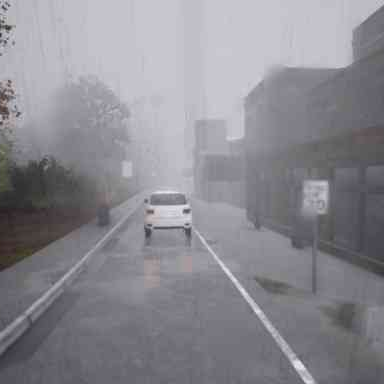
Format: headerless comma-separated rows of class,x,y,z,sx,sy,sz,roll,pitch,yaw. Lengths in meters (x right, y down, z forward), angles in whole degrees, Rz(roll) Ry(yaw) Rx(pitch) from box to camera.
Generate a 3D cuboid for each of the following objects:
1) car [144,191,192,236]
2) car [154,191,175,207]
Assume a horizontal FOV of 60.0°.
car,-1.249,0.933,16.870,2.150,2.045,5.566,0,2,-5
car,-2.931,0.664,35.469,2.033,1.411,5.357,0,2,-5
